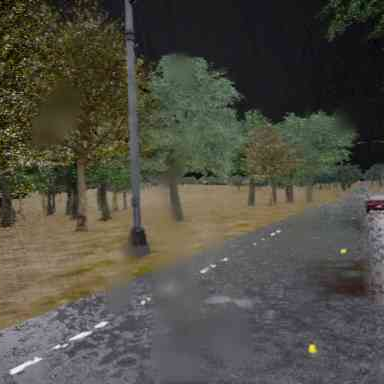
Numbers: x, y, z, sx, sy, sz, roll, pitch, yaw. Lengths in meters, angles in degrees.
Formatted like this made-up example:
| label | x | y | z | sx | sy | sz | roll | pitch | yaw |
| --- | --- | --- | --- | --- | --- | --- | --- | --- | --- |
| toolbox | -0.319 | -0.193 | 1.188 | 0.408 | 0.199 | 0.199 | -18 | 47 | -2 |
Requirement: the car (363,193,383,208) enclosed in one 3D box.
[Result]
| label | x | y | z | sx | sy | sz | roll | pitch | yaw |
| --- | --- | --- | --- | --- | --- | --- | --- | --- | --- |
| car | 21.003 | 0.915 | 38.538 | 2.128 | 1.511 | 4.902 | -3 | -1 | 27 |

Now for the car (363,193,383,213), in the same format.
| label | x | y | z | sx | sy | sz | roll | pitch | yaw |
| --- | --- | --- | --- | --- | --- | --- | --- | --- | --- |
| car | 16.312 | 0.977 | 29.218 | 1.882 | 1.535 | 5.008 | -3 | 0 | 28 |
